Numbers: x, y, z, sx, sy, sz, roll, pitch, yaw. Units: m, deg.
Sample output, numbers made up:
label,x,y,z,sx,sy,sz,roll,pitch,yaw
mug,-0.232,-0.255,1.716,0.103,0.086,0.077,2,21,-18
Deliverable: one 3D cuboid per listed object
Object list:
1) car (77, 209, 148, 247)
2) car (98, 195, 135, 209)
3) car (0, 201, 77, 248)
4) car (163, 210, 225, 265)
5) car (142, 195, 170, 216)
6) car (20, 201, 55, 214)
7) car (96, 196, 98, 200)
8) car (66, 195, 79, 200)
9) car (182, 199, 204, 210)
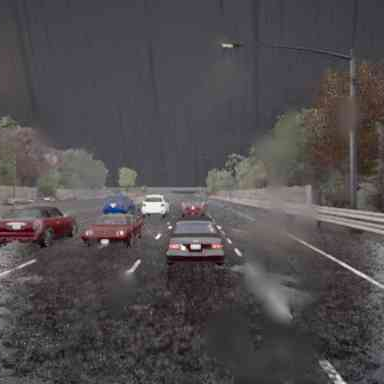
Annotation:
label,x,y,z,sx,sy,sz,roll,pitch,yaw
car,-3.400,1.655,15.232,1.895,1.301,4.718,0,0,0
car,-6.905,1.344,31.809,2.150,2.045,5.566,0,0,0
car,-6.901,1.406,15.213,2.097,1.767,4.553,0,0,0
car,0.099,1.589,11.832,2.033,1.411,5.357,0,0,0
car,-3.397,1.343,31.752,2.150,2.045,5.566,0,0,0
car,-17.589,1.714,38.110,1.994,1.385,4.181,0,0,0
car,-21.002,1.429,78.038,1.882,1.535,5.008,0,0,0
car,-28.002,1.429,78.037,1.882,1.535,5.008,0,0,0
car,0.096,1.477,32.376,2.097,1.767,4.553,0,0,0
